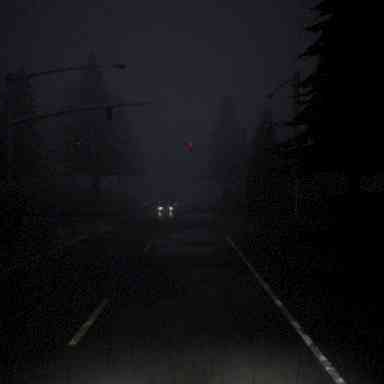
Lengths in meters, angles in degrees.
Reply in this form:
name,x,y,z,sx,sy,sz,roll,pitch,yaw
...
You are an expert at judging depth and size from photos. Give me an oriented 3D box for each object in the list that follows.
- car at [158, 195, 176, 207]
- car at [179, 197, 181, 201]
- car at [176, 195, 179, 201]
name,x,y,z,sx,sy,sz,roll,pitch,yaw
car,-3.671,1.367,47.452,1.837,1.490,4.892,0,0,0
car,-4.140,1.345,71.731,1.994,1.385,4.181,0,0,-39
car,-4.476,1.413,64.653,1.895,1.301,4.718,0,0,-18
